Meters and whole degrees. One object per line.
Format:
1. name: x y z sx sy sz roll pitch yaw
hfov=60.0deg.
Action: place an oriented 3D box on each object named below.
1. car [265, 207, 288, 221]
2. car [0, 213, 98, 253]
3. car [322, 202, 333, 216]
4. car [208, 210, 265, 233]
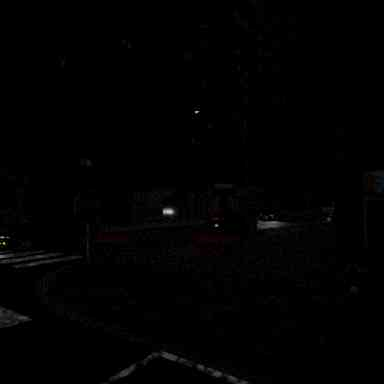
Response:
1. car: 9.207 2.452 37.224 1.837 1.490 4.892 -1 -2 36
2. car: -6.624 1.767 15.246 1.837 1.490 4.892 -1 -2 36
3. car: 20.323 2.489 47.647 2.150 2.045 5.566 -1 -1 36
4. car: 3.022 2.027 23.600 2.128 1.511 4.902 -1 -2 36
